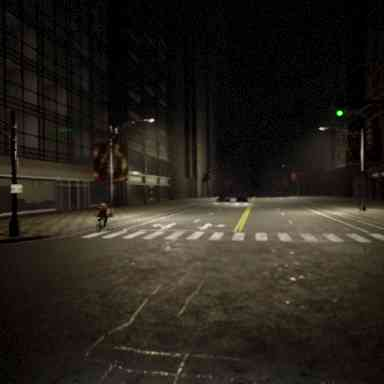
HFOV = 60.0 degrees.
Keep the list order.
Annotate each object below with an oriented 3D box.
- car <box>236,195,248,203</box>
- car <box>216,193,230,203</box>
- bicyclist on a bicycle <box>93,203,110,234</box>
[{"bbox_3d":[8.689,1.159,57.669,1.895,1.301,4.718,-1,0,11],"label":"car"},{"bbox_3d":[5.511,0.949,58.362,2.097,1.767,4.553,-1,0,11],"label":"car"},{"bbox_3d":[-4.790,1.393,17.847,0.866,1.612,1.509,-1,0,11],"label":"bicyclist on a bicycle"}]
